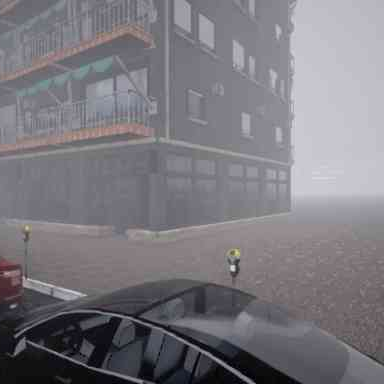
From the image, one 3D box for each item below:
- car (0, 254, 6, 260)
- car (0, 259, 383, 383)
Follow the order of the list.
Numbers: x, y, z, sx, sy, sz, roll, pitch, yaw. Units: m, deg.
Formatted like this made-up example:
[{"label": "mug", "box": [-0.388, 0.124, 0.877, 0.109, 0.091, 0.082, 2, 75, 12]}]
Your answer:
[{"label": "car", "box": [-5.081, 1.545, 6.480, 4.507, 1.381, 1.887, 0, 0, 35]}, {"label": "car", "box": [-0.486, 1.566, 3.216, 4.313, 1.339, 1.947, 0, 0, 35]}]
